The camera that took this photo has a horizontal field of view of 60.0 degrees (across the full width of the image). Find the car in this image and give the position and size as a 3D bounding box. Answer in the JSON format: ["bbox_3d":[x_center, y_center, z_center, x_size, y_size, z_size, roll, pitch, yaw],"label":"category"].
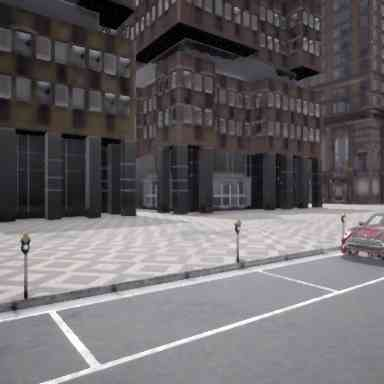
[{"bbox_3d":[7.024,1.439,11.659,4.097,1.590,1.967,0,0,-35],"label":"car"}]
